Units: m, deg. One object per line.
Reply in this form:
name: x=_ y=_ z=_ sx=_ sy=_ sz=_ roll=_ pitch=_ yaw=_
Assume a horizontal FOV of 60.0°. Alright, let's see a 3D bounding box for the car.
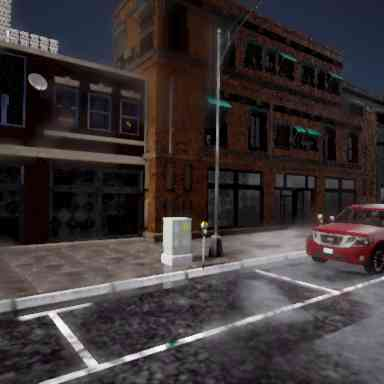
car: x=5.839 y=1.316 z=10.701 sx=5.009 sy=1.841 sz=2.192 roll=0 pitch=1 yaw=-35
